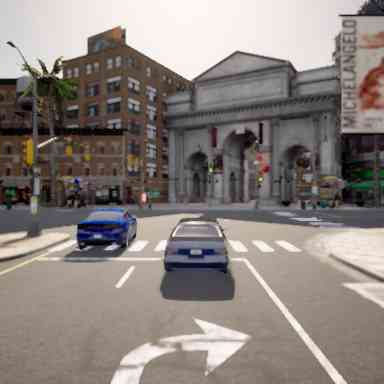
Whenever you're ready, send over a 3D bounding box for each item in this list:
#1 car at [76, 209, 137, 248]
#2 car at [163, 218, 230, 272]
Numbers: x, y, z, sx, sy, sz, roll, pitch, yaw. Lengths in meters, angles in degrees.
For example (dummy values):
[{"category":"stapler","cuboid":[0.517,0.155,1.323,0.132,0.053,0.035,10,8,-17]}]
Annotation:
[{"category":"car","cuboid":[-3.587,1.464,14.690,1.882,1.535,5.008,0,0,-3]},{"category":"car","cuboid":[0.222,1.538,10.771,2.033,1.411,5.357,0,0,3]}]
